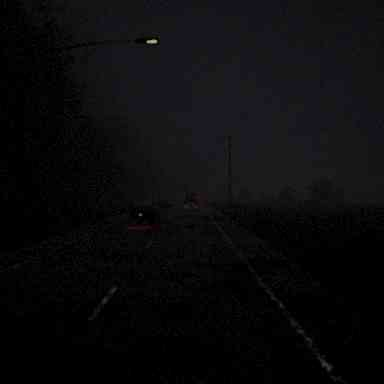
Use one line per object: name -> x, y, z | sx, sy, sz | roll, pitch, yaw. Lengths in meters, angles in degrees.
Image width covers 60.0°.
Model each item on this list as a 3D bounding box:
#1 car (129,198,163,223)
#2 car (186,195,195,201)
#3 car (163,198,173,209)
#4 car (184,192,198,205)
car -> -3.512, 1.403, 25.121 | 1.882, 1.535, 5.008 | 0, 0, 0
car -> -0.329, 1.304, 73.737 | 1.812, 1.442, 4.674 | 0, 0, 0
car -> -3.593, 1.435, 43.197 | 1.994, 1.385, 4.181 | 0, 0, 0
car -> -0.149, 1.051, 56.065 | 2.150, 2.045, 5.566 | 0, 0, 0
